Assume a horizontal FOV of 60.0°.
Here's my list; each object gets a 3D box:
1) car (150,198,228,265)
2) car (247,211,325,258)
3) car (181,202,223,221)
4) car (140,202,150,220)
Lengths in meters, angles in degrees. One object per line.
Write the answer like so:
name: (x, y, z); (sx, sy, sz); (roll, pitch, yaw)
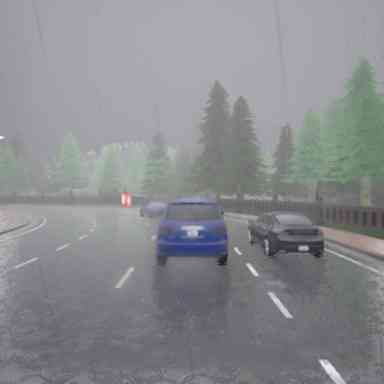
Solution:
car: (-0.025, 1.225, 11.830); (2.150, 2.045, 5.566); (0, 0, -1)
car: (3.410, 1.508, 12.879); (1.837, 1.490, 4.892); (0, 0, -3)
car: (0.723, 1.605, 28.235); (1.895, 1.301, 4.718); (0, 0, -20)
car: (-3.163, 1.530, 28.536); (1.812, 1.442, 4.674); (0, 0, -22)
